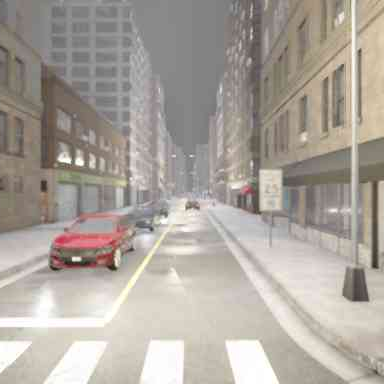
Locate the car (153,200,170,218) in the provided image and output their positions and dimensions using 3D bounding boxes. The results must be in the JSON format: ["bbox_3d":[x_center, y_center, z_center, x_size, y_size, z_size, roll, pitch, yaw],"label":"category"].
[{"bbox_3d":[-3.059,1.563,31.163,1.837,1.490,4.892,0,0,0],"label":"car"}]

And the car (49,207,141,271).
[{"bbox_3d":[-3.092,1.499,11.257,1.882,1.535,5.008,0,0,-1],"label":"car"}]

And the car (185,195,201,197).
[{"bbox_3d":[0.002,1.622,52.398,1.812,1.442,4.674,0,0,0],"label":"car"}]

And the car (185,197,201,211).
[{"bbox_3d":[0.083,1.678,42.292,1.895,1.301,4.718,0,0,0],"label":"car"}]

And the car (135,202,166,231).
[{"bbox_3d":[-3.059,1.587,20.988,2.033,1.411,5.357,0,0,0],"label":"car"}]
